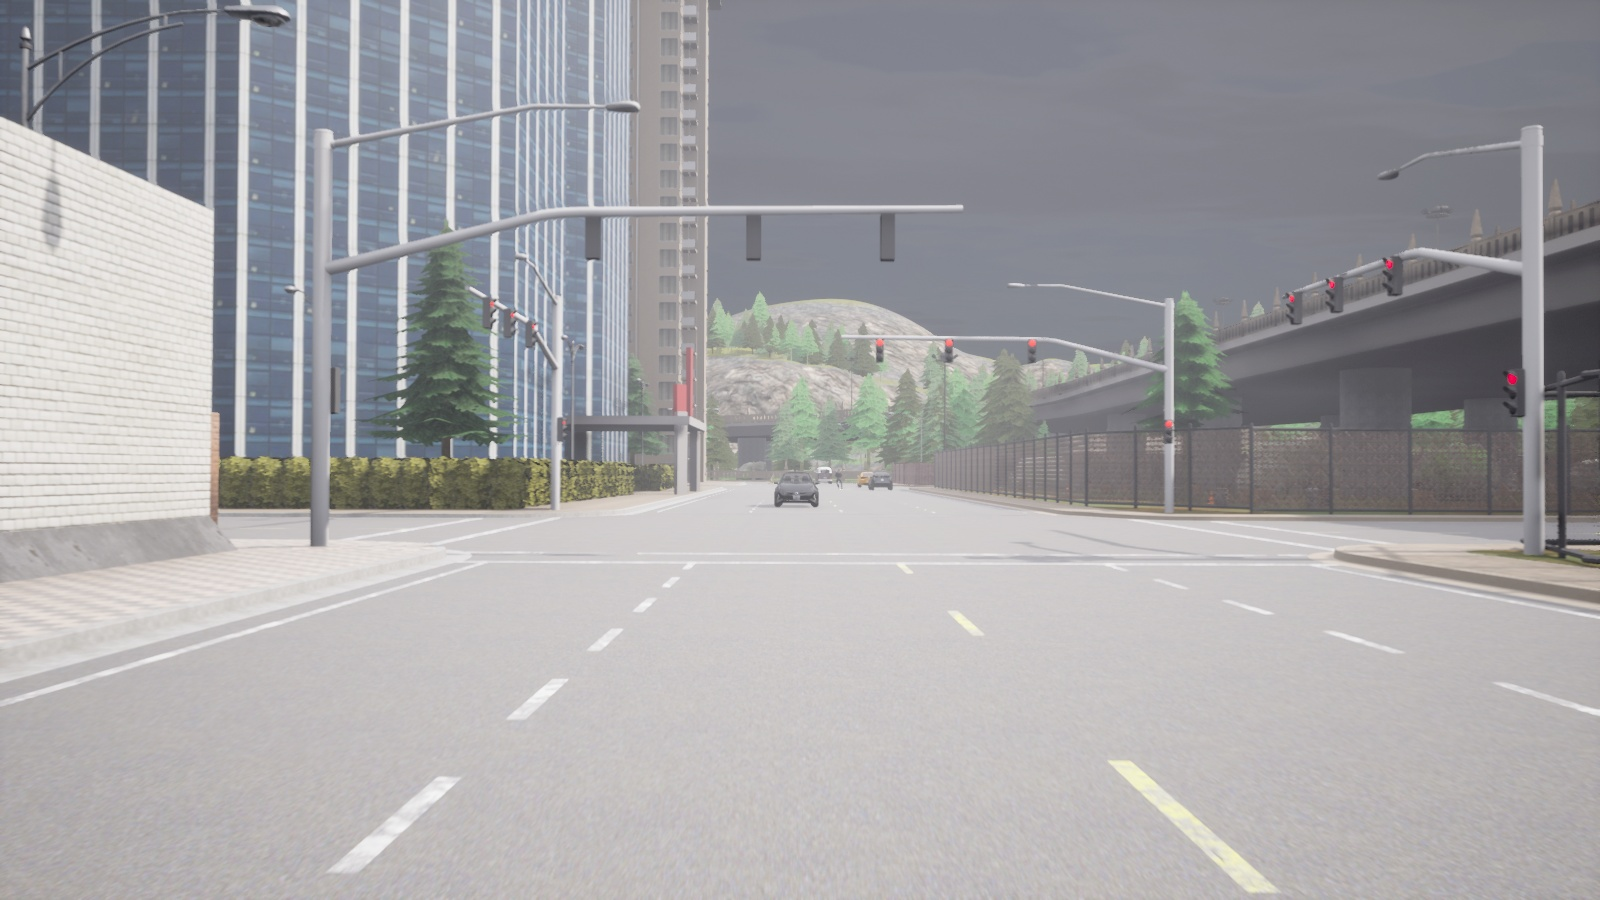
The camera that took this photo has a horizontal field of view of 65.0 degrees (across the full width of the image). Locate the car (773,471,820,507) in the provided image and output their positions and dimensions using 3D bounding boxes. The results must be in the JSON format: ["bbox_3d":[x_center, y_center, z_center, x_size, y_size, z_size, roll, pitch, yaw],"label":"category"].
[{"bbox_3d":[-0.137,1.695,55.741,2.007,1.525,4.514,0,-1,0],"label":"car"}]
